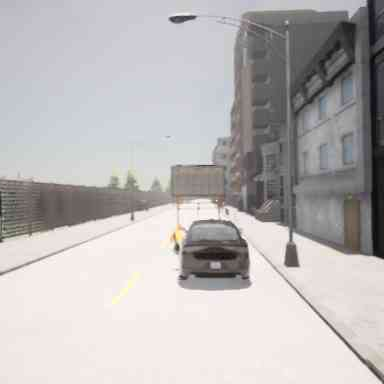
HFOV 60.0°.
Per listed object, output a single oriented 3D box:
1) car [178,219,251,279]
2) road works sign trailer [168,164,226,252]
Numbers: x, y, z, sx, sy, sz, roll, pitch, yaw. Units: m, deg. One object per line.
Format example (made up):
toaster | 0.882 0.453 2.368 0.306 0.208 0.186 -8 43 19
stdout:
car | 0.626 1.573 10.460 1.882 1.535 5.008 0 1 1
road works sign trailer | 0.258 0.599 14.470 2.380 3.560 2.880 0 -3 -11
